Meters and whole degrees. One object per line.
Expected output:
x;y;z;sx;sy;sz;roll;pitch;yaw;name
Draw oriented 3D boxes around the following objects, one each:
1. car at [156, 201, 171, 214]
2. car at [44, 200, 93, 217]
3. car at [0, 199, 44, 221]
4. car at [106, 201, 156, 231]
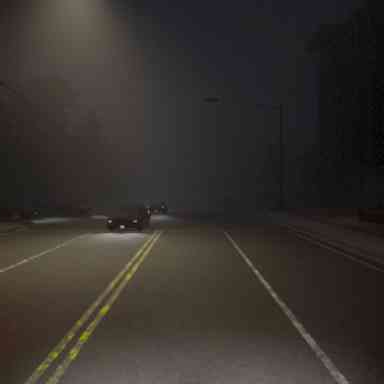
-3.608;1.631;35.198;1.895;1.301;4.718;0;-2;0;car
-11.383;1.372;28.515;5.357;1.411;2.033;1;0;-3;car
-14.061;1.338;24.828;4.892;1.490;1.837;0;0;0;car
-3.614;1.436;19.857;2.033;1.411;5.357;0;0;0;car
